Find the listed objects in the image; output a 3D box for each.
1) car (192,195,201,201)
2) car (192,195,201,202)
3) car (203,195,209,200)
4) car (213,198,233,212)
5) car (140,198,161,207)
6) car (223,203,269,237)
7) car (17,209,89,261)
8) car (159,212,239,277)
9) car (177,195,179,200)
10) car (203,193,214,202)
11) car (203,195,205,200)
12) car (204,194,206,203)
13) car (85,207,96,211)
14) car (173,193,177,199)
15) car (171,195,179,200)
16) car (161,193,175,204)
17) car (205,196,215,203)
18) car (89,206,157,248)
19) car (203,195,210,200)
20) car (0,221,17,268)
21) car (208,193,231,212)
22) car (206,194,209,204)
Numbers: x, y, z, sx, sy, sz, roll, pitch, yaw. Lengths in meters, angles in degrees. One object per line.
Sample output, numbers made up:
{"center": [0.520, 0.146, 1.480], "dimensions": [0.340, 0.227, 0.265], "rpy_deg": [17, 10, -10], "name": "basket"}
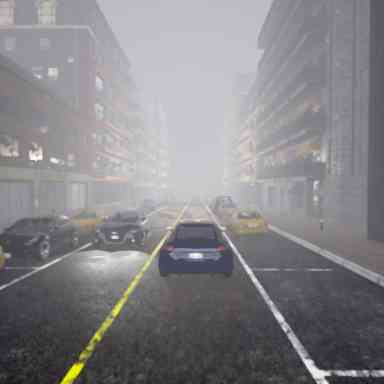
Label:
{"center": [1.077, 1.377, 80.305], "dimensions": [1.895, 1.301, 4.718], "rpy_deg": [0, 0, 1], "name": "car"}
{"center": [0.934, 1.453, 69.858], "dimensions": [2.033, 1.411, 5.357], "rpy_deg": [0, 0, 1], "name": "car"}
{"center": [3.952, 1.483, 94.925], "dimensions": [1.802, 1.307, 4.206], "rpy_deg": [-1, 0, 1], "name": "car"}
{"center": [3.062, 1.502, 28.811], "dimensions": [1.752, 1.417, 4.829], "rpy_deg": [-1, 0, 1], "name": "car"}
{"center": [-5.179, 1.516, 39.755], "dimensions": [1.802, 1.307, 4.206], "rpy_deg": [-1, 0, 1], "name": "car"}
{"center": [2.868, 1.514, 17.764], "dimensions": [1.752, 1.417, 4.829], "rpy_deg": [-1, 0, 1], "name": "car"}
{"center": [-5.555, 1.532, 12.137], "dimensions": [1.947, 1.339, 4.313], "rpy_deg": [-1, 0, 1], "name": "car"}
{"center": [0.124, 1.552, 10.263], "dimensions": [1.994, 1.385, 4.181], "rpy_deg": [0, 0, 1], "name": "car"}
{"center": [-4.732, 1.212, 72.896], "dimensions": [2.192, 1.841, 5.009], "rpy_deg": [-1, 0, 1], "name": "car"}
{"center": [3.647, 1.242, 72.830], "dimensions": [2.192, 1.841, 5.009], "rpy_deg": [-1, 0, 1], "name": "car"}
{"center": [3.500, 1.490, 61.783], "dimensions": [2.008, 1.369, 4.403], "rpy_deg": [-1, 0, 1], "name": "car"}
{"center": [3.348, 1.392, 50.736], "dimensions": [1.967, 1.590, 4.097], "rpy_deg": [-1, 0, 1], "name": "car"}
{"center": [-5.482, 1.485, 17.491], "dimensions": [1.752, 1.417, 4.829], "rpy_deg": [-1, 0, 1], "name": "car"}
{"center": [-4.804, 1.454, 67.372], "dimensions": [2.008, 1.369, 4.403], "rpy_deg": [-1, 0, 1], "name": "car"}
{"center": [-4.503, 1.429, 89.467], "dimensions": [2.008, 1.369, 4.403], "rpy_deg": [-1, 0, 1], "name": "car"}
{"center": [-4.879, 1.460, 61.850], "dimensions": [2.008, 1.369, 4.403], "rpy_deg": [-1, 0, 1], "name": "car"}
{"center": [3.576, 1.499, 67.307], "dimensions": [1.947, 1.339, 4.313], "rpy_deg": [-1, 0, 1], "name": "car"}
{"center": [-2.913, 1.536, 14.634], "dimensions": [1.994, 1.385, 4.181], "rpy_deg": [0, 0, 1], "name": "car"}
{"center": [3.879, 1.433, 89.571], "dimensions": [1.752, 1.417, 4.829], "rpy_deg": [-1, 0, 1], "name": "car"}
{"center": [-5.633, 1.498, 6.443], "dimensions": [1.752, 1.417, 4.829], "rpy_deg": [-1, 0, 1], "name": "car"}
{"center": [3.126, 1.285, 34.164], "dimensions": [2.192, 1.841, 5.009], "rpy_deg": [-1, 0, 1], "name": "car"}
{"center": [3.273, 1.398, 45.211], "dimensions": [1.967, 1.590, 4.097], "rpy_deg": [-1, 0, 1], "name": "car"}
